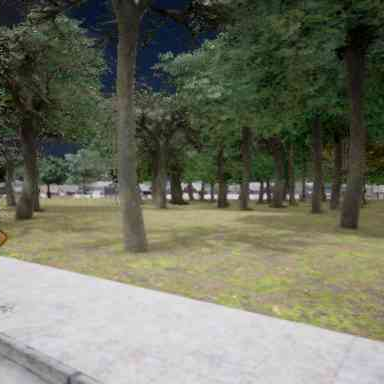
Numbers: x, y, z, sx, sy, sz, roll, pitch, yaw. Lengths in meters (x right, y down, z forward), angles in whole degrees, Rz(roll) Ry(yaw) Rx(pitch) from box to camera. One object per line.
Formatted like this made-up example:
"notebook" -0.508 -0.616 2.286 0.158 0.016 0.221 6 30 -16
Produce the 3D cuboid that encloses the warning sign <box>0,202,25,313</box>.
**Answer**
"warning sign" -3.849 1.134 5.817 1.060 1.860 1.300 0 0 35
